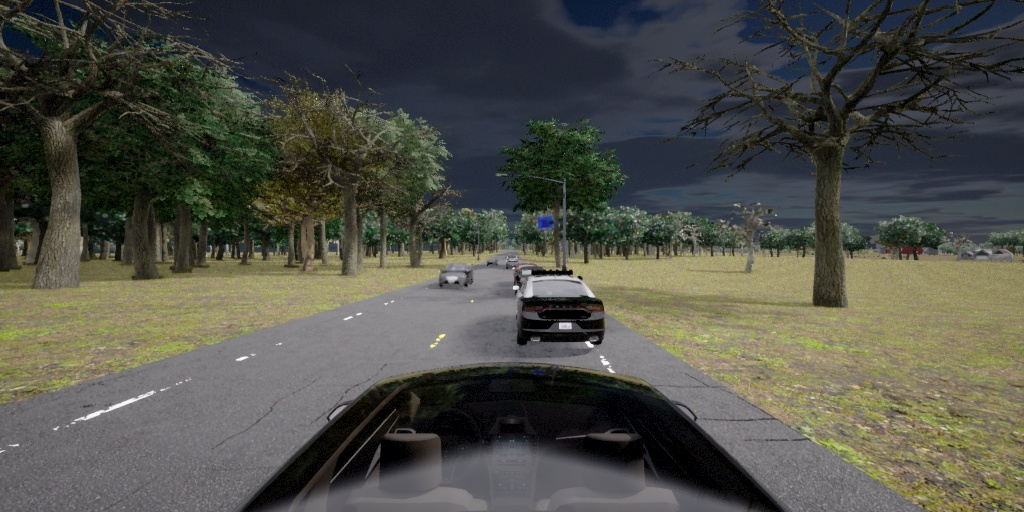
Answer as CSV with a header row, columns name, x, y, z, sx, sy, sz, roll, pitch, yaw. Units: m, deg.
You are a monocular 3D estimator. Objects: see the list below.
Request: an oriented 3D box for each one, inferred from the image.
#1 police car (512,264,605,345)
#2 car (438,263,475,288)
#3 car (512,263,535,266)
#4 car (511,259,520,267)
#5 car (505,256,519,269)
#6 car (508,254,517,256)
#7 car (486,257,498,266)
name,x,y,z,sx,sy,sz,roll,pitch,yaw
police car,1.052,1.175,9.652,1.930,1.638,5.238,0,0,0
car,-3.593,1.237,23.765,2.128,1.511,4.902,0,0,0
car,1.056,1.274,19.542,1.812,1.442,4.674,0,0,0
car,1.058,1.221,25.540,1.882,1.535,5.008,0,0,0
car,0.086,1.106,52.447,2.128,1.511,4.902,0,0,0
car,0.024,0.721,65.081,2.150,2.045,5.566,0,1,0
car,-3.476,1.025,63.377,1.837,1.490,4.892,0,1,0
